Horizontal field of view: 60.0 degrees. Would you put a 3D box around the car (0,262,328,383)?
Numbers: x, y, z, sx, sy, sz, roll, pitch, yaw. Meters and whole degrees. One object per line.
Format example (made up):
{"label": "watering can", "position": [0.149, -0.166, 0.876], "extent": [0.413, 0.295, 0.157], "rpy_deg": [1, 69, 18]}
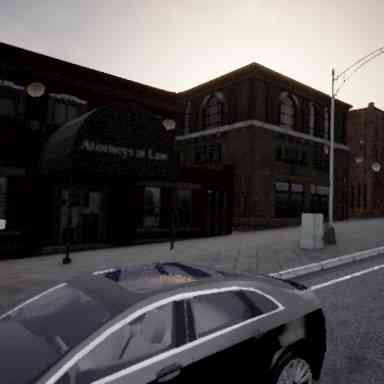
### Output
{"label": "car", "position": [-0.669, 1.528, 3.059], "extent": [4.902, 1.511, 2.128], "rpy_deg": [0, -1, -38]}
